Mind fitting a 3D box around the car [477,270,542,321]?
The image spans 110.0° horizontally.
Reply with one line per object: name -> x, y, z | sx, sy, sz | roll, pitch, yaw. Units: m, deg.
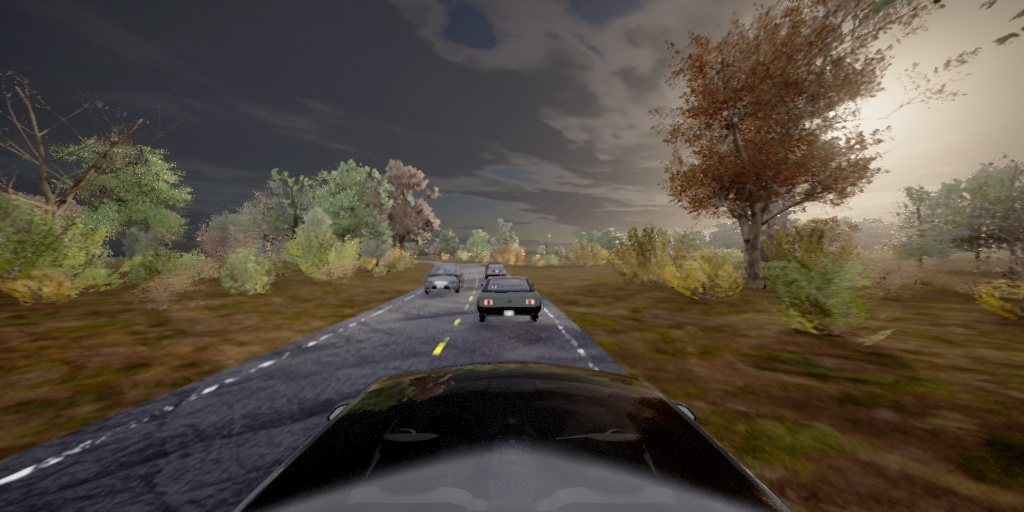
car -> -0.160, 1.351, 12.475 | 1.895, 1.301, 4.718 | 0, 0, -2

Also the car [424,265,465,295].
car -> -3.677, 1.246, 20.102 | 2.128, 1.511, 4.902 | 0, 0, -4

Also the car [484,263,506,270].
car -> -1.471, 1.297, 31.437 | 2.033, 1.411, 5.357 | 0, 0, -6
